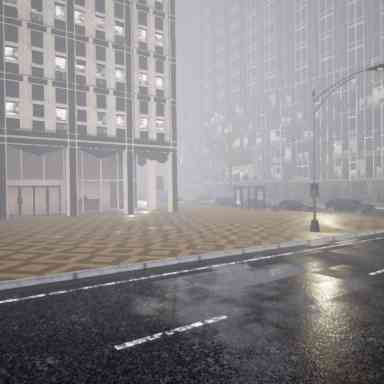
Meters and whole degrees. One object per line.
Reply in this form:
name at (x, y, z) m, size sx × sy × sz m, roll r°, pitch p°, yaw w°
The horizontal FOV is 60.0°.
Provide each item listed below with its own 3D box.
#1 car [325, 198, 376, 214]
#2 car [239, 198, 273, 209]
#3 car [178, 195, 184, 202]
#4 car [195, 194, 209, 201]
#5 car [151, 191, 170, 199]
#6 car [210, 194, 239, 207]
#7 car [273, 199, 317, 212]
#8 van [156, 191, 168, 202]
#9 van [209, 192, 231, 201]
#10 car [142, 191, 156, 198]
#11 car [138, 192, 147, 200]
car at (15.937, 1.357, 33.652) m, size 1.837 × 1.490 × 4.892 m, roll -1°, pitch 1°, yaw -35°
car at (8.073, 1.388, 40.333) m, size 1.802 × 1.307 × 4.206 m, roll 0°, pitch 1°, yaw -34°
car at (-3.290, 1.104, 61.755) m, size 1.994 × 1.385 × 4.181 m, roll -1°, pitch 1°, yaw -34°
car at (2.192, 1.043, 63.874) m, size 1.802 × 1.307 × 4.206 m, roll 0°, pitch 1°, yaw -35°
car at (-7.468, 0.614, 77.922) m, size 2.192 × 1.841 × 5.009 m, roll 0°, pitch 1°, yaw -35°
car at (4.901, 1.319, 45.049) m, size 1.947 × 1.339 × 4.313 m, roll 0°, pitch 1°, yaw -34°
car at (11.279, 1.423, 35.638) m, size 1.947 × 1.339 × 4.313 m, roll 0°, pitch 1°, yaw -35°
van at (-4.713, 0.937, 59.125) m, size 1.690 × 1.788 × 3.998 m, roll 0°, pitch 1°, yaw -34°
van at (5.411, 0.855, 59.188) m, size 1.690 × 1.788 × 3.998 m, roll 0°, pitch 1°, yaw -35°
car at (-10.689, 0.685, 82.606) m, size 1.967 × 1.590 × 4.097 m, roll 0°, pitch 1°, yaw -34°
car at (-11.154, 1.039, 68.495) m, size 2.008 × 1.369 × 4.403 m, roll 0°, pitch 1°, yaw -35°
